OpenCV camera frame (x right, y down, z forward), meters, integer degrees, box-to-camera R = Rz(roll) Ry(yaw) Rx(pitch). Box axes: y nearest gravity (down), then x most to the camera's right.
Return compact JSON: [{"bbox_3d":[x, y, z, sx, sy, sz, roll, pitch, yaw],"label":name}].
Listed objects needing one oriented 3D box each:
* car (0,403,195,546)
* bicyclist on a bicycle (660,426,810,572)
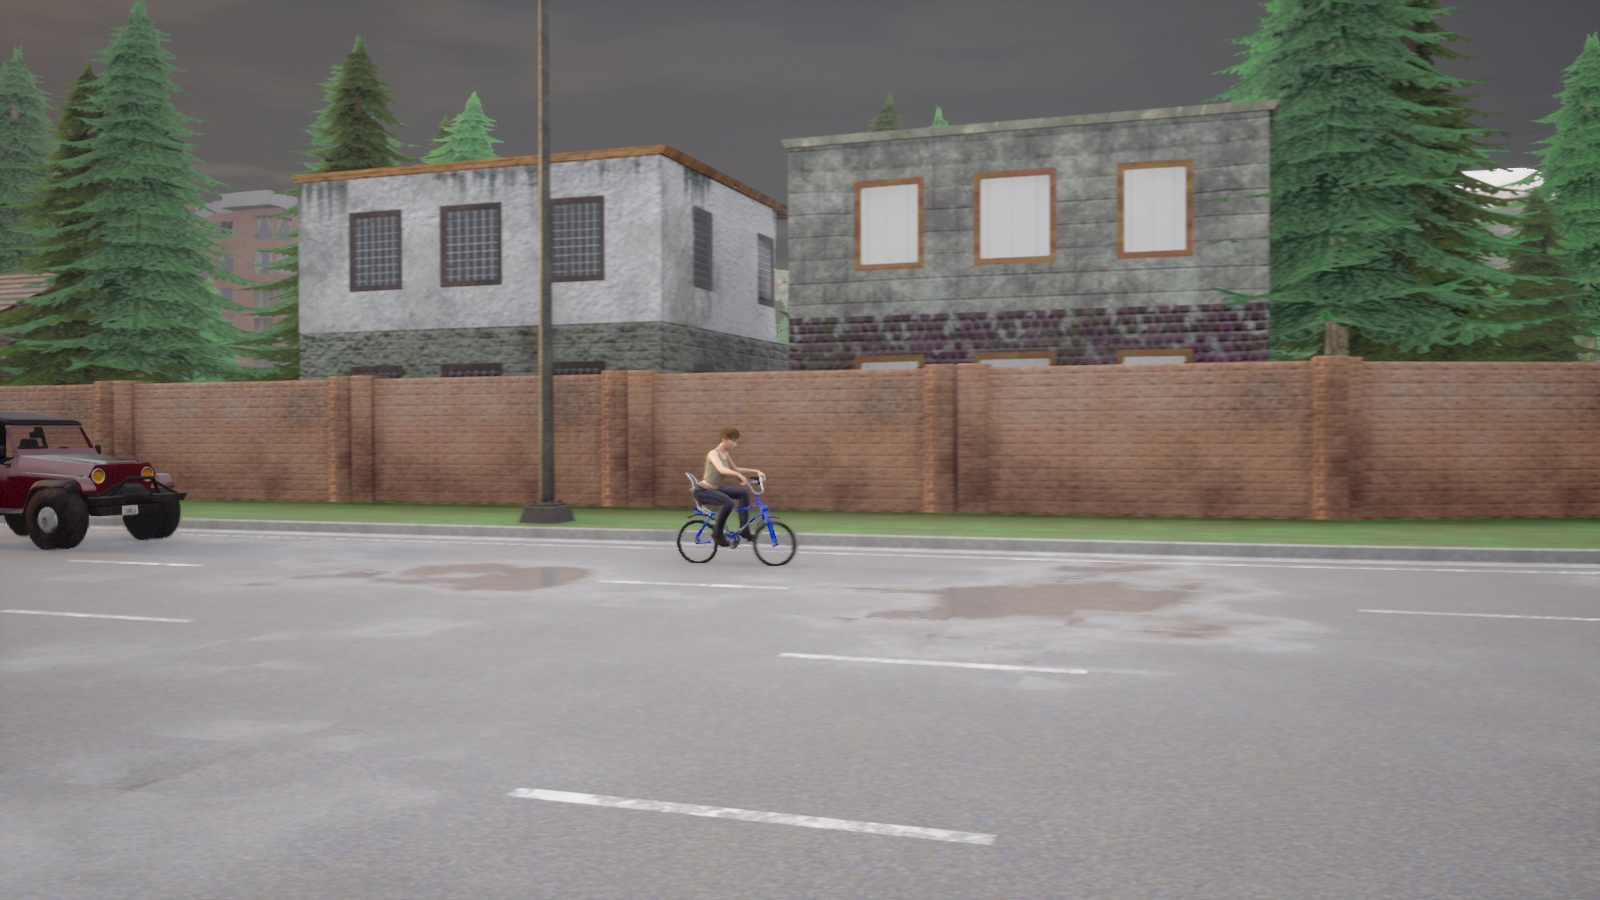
[{"bbox_3d":[-10.919,0.294,17.940,3.866,1.878,1.905,1,1,19],"label":"car"},{"bbox_3d":[-0.746,0.528,14.524,1.509,1.612,0.866,1,1,19],"label":"bicyclist on a bicycle"}]
